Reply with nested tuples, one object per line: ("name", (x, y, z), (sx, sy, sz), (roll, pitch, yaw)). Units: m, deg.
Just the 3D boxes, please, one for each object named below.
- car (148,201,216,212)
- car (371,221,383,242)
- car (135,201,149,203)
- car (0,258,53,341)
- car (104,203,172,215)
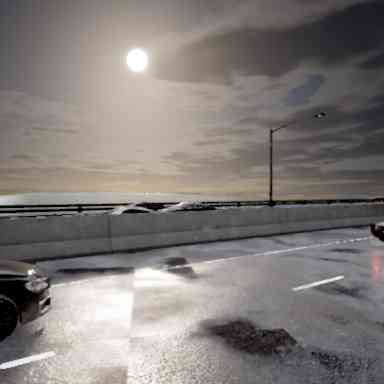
("car", (-0.414, 1.514, 25.103), (4.902, 1.511, 2.128), (0, 0, -35))
("car", (10.315, 1.630, 15.319), (4.718, 1.301, 1.895), (0, 0, -35))
("car", (-4.117, 1.523, 26.783), (4.892, 1.490, 1.837), (0, 0, -35))
("car", (-4.645, 1.488, 4.727), (4.902, 1.511, 2.128), (0, 0, -36))
("car", (-3.744, 1.537, 18.485), (4.674, 1.442, 1.812), (0, 0, -35))
